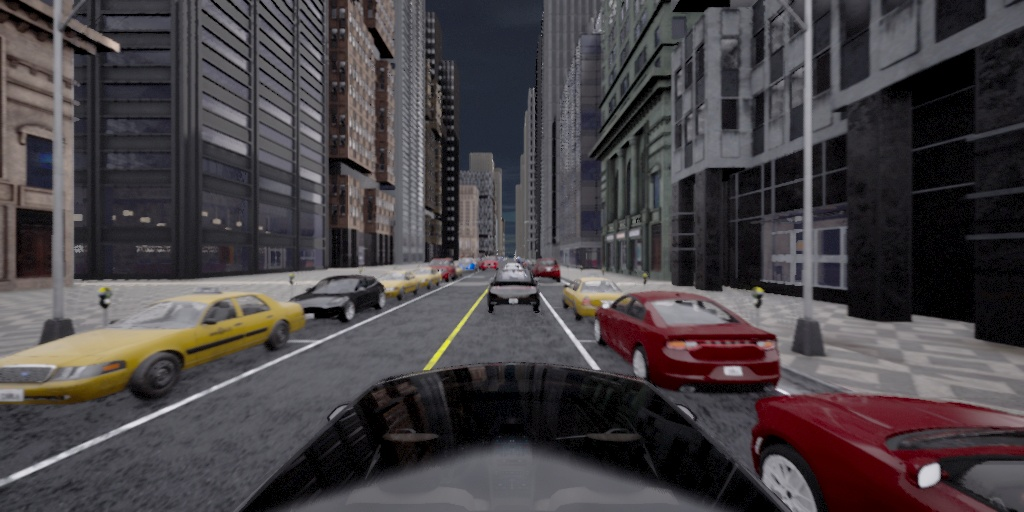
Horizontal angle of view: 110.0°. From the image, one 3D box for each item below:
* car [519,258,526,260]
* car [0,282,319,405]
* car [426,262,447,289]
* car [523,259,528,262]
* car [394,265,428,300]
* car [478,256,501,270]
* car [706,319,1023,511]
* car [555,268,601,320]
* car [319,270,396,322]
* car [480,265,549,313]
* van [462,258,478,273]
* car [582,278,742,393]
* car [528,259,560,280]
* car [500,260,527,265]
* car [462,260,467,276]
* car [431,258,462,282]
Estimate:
[{"bbox_3d":[2.759,1.337,63.111,1.967,1.591,4.097,0,0,0],"label":"car"},{"bbox_3d":[-5.763,1.285,6.530,1.751,1.417,4.829,0,0,0],"label":"car"},{"bbox_3d":[-5.764,1.320,23.452,1.751,1.417,4.829,0,0,0],"label":"car"},{"bbox_3d":[2.760,1.399,46.191,2.007,1.370,4.403,0,0,0],"label":"car"},{"bbox_3d":[-5.764,1.308,17.811,1.751,1.417,4.829,0,0,0],"label":"car"},{"bbox_3d":[-3.085,1.083,50.799,2.150,2.045,5.566,0,0,0],"label":"car"},{"bbox_3d":[2.762,1.294,1.067,1.888,1.381,4.507,0,0,0],"label":"car"},{"bbox_3d":[2.761,1.296,12.519,1.751,1.417,4.829,0,0,0],"label":"car"},{"bbox_3d":[-5.764,1.337,12.340,1.948,1.339,4.313,0,0,0],"label":"car"},{"bbox_3d":[0.068,1.267,14.208,2.128,1.511,4.902,0,0,0],"label":"car"},{"bbox_3d":[-5.765,1.190,46.184,1.690,1.789,3.998,0,0,0],"label":"van"},{"bbox_3d":[2.762,1.304,6.708,1.888,1.381,4.507,0,0,0],"label":"car"},{"bbox_3d":[2.761,1.122,29.270,2.192,1.841,5.009,0,0,0],"label":"car"},{"bbox_3d":[0.074,1.335,30.213,1.812,1.442,4.674,0,0,0],"label":"car"},{"bbox_3d":[-5.765,1.346,34.733,1.751,1.417,4.829,0,0,0],"label":"car"},{"bbox_3d":[-5.765,1.122,29.262,2.192,1.841,5.009,0,0,0],"label":"car"}]
